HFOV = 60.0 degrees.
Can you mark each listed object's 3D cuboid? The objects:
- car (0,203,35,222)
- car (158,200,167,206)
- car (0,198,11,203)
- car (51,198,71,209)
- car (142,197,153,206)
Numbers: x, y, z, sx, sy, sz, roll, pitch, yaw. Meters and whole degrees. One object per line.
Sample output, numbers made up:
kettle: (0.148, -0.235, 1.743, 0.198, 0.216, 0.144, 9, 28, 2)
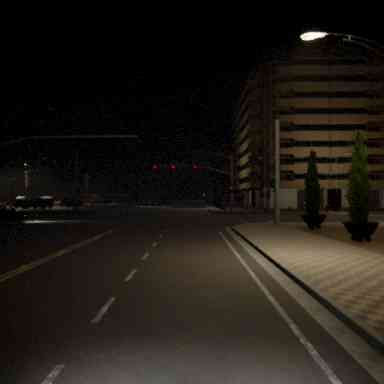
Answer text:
car: (-16.768, 1.912, 29.500, 4.181, 1.385, 1.994, 0, -1, 0)
car: (-6.995, 2.570, 79.108, 1.882, 1.535, 5.008, 0, -1, 0)
car: (-36.028, 2.248, 61.724, 1.970, 1.475, 3.806, 0, -1, 0)
car: (-30.205, 2.455, 76.804, 1.970, 1.475, 3.806, 0, -1, 0)
car: (-10.495, 2.317, 79.081, 2.150, 2.045, 5.566, 0, -1, 0)
